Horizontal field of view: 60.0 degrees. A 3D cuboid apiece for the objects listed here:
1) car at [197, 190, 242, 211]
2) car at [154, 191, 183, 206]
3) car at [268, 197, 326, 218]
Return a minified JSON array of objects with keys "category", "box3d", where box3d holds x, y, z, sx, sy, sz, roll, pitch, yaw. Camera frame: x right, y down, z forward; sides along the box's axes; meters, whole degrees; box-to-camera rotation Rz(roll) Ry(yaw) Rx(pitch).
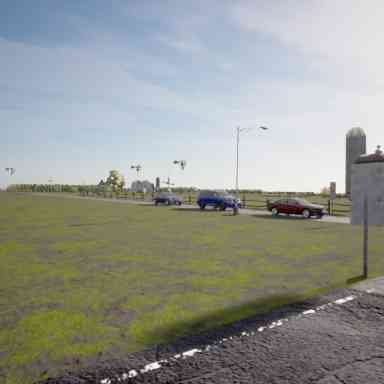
[{"category":"car","box3d":[2.776,0.837,35.186,2.150,2.045,5.566,1,0,-36]},{"category":"car","box3d":[-3.126,0.827,43.304,2.097,1.767,4.553,1,0,-36]},{"category":"car","box3d":[8.526,1.234,27.275,1.882,1.535,5.008,1,0,-36]}]
